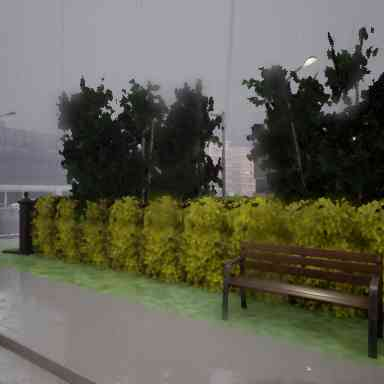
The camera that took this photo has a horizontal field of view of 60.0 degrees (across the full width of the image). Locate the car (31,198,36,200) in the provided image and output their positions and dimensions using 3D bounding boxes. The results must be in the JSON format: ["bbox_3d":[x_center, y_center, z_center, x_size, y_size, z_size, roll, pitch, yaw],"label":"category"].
[{"bbox_3d":[-15.821,1.515,36.061,1.994,1.385,4.181,0,0,35],"label":"car"}]

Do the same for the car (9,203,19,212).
[{"bbox_3d":[-18.543,1.477,38.297,1.812,1.442,4.674,0,0,33],"label":"car"}]
